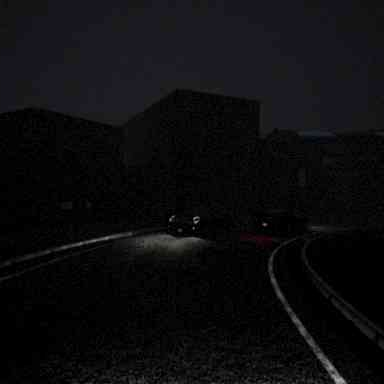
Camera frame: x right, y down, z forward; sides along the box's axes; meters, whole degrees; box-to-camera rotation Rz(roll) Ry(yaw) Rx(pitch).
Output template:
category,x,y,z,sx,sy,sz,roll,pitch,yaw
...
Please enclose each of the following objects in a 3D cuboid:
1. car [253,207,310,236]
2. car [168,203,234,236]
category,x,y,z,sx,sy,sz,roll,pitch,yaw
car,5.449,1.625,19.867,1.882,1.535,5.008,0,-1,38
car,0.621,1.450,19.296,2.097,1.767,4.553,0,0,34
